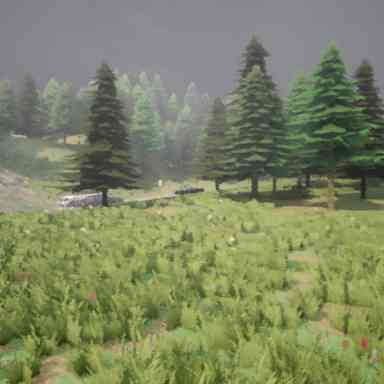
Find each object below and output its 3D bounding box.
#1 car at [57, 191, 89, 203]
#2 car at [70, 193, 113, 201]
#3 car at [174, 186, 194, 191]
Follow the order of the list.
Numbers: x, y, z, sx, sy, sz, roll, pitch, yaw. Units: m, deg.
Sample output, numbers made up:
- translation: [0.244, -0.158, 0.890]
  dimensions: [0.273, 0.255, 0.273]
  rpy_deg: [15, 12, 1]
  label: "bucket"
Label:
- translation: [-13.064, 0.690, 39.591]
  dimensions: [2.150, 2.045, 5.566]
  rpy_deg: [0, 5, 44]
  label: "car"
- translation: [-10.405, 1.002, 37.674]
  dimensions: [2.033, 1.411, 5.357]
  rpy_deg: [1, 5, 45]
  label: "car"
- translation: [-0.435, -0.157, 47.744]
  dimensions: [4.718, 1.301, 1.895]
  rpy_deg: [-7, 5, -43]
  label: "car"
